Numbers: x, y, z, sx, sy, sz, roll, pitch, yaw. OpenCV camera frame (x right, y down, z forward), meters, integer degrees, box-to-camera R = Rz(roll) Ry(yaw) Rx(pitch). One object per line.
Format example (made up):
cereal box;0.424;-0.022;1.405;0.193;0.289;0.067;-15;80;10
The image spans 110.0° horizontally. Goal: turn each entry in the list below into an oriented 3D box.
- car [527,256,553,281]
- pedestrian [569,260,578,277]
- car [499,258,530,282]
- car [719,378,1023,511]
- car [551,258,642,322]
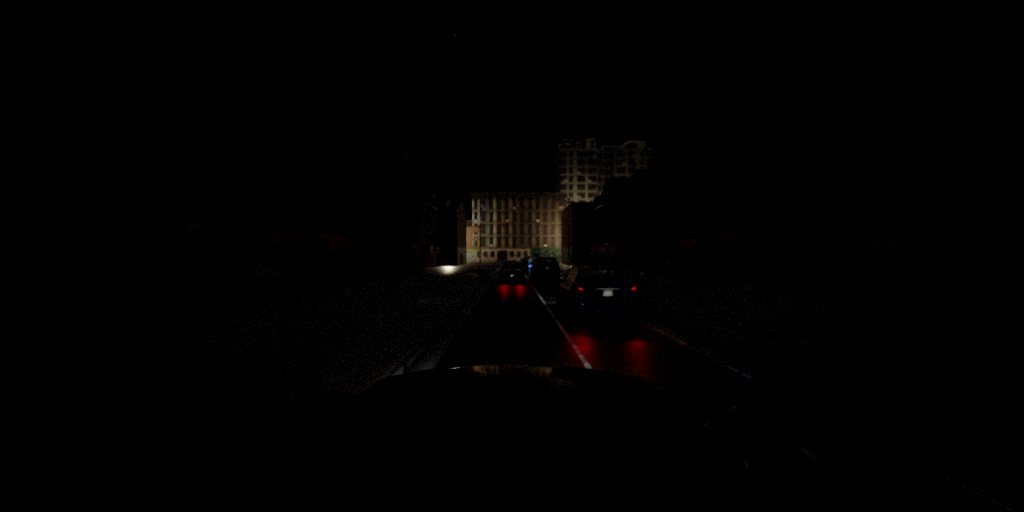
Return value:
car;2.587;0.995;28.674;2.192;1.841;5.009;0;0;0
pedestrian;2.652;1.005;15.152;0.375;1.860;0.375;0;0;0
car;0.012;1.178;27.785;2.128;1.511;4.902;0;0;0
car;2.643;1.187;1.297;1.967;1.591;4.097;0;0;0
car;2.731;1.070;12.348;2.097;1.767;4.553;0;0;0
